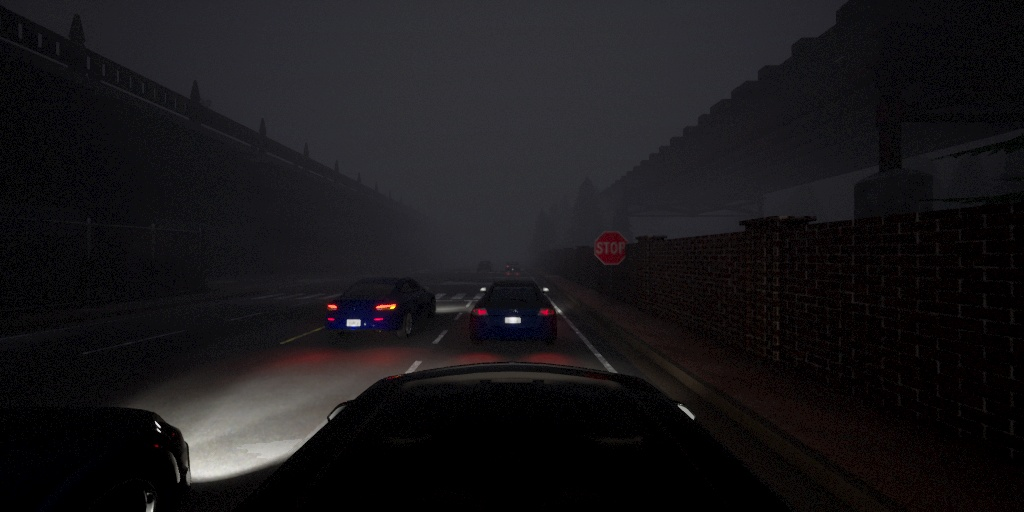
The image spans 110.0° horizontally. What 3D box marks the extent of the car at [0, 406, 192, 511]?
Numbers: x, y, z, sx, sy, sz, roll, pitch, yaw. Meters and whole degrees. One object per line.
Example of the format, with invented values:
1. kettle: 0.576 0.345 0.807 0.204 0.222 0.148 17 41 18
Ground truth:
1. car: -3.399 1.314 0.935 1.994 1.385 4.181 0 0 0

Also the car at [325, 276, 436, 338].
1. car: -3.420 1.276 10.031 1.812 1.442 4.674 0 0 0

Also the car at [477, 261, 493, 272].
1. car: -3.429 1.297 46.051 2.033 1.411 5.357 0 0 -1

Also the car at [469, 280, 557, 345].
1. car: 0.062 1.314 9.511 1.994 1.385 4.181 0 0 1

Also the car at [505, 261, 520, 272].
1. car: 0.065 1.351 46.242 1.895 1.301 4.718 0 0 -1
